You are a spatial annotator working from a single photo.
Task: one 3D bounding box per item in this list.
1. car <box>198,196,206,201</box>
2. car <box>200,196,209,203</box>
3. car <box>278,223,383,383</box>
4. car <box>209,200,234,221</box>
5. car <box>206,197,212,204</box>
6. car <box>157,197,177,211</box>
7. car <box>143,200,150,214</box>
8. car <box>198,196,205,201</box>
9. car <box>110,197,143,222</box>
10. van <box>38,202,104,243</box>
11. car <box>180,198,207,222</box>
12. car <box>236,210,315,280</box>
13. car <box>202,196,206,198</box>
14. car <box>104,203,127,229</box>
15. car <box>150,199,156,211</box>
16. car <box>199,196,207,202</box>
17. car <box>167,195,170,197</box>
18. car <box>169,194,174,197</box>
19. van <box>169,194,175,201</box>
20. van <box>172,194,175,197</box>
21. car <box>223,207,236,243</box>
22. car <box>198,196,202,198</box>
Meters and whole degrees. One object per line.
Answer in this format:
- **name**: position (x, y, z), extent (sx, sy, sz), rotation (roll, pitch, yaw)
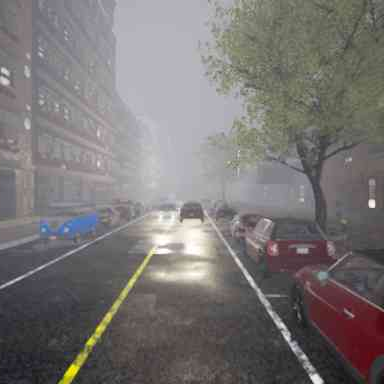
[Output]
- **car**: position (2.682, 1.748, 89.771), extent (1.887, 1.381, 4.507), rotation (0, 0, 0)
- **car**: position (2.684, 1.690, 72.680), extent (1.887, 1.381, 4.507), rotation (0, 0, 0)
- **car**: position (2.689, 1.445, 4.321), extent (1.967, 1.590, 4.097), rotation (0, 0, 0)
- **car**: position (2.687, 1.586, 27.107), extent (2.008, 1.369, 4.403), rotation (0, 0, 0)
- **car**: position (2.687, 1.486, 32.804), extent (1.967, 1.590, 4.097), rotation (0, 0, 0)
- **car**: position (-3.003, 1.668, 42.640), extent (1.895, 1.301, 4.718), rotation (0, 0, 0)
- **car**: position (-5.694, 1.612, 32.806), extent (1.947, 1.339, 4.313), rotation (0, 0, 0)
- **car**: position (2.682, 1.790, 95.467), extent (1.947, 1.339, 4.313), rotation (0, 0, 0)
- **car**: position (-5.694, 1.350, 27.109), extent (2.192, 1.841, 5.009), rotation (0, 0, 0)
- **van**: position (-5.693, 1.358, 15.715), extent (1.690, 1.788, 3.998), rotation (0, 0, 0)
- **car**: position (0.017, 1.512, 26.843), extent (1.882, 1.535, 5.008), rotation (0, 0, 1)
- **car**: position (2.688, 1.451, 10.017), extent (1.967, 1.590, 4.097), rotation (0, 0, 0)
- **car**: position (2.685, 1.663, 61.288), extent (2.008, 1.369, 4.403), rotation (0, 0, 0)
- **car**: position (-5.693, 1.607, 21.412), extent (1.802, 1.307, 4.206), rotation (0, 0, 0)
- **car**: position (-5.694, 1.609, 38.502), extent (2.008, 1.369, 4.403), rotation (0, 0, 0)
- **car**: position (2.683, 1.765, 84.073), extent (1.802, 1.307, 4.206), rotation (0, 0, 0)
- **car**: position (-5.696, 1.657, 61.290), extent (1.887, 1.381, 4.507), rotation (0, 0, 0)
- **car**: position (-5.697, 1.711, 72.682), extent (1.947, 1.339, 4.313), rotation (0, 0, 0)
- **van**: position (-5.700, 1.565, 95.471), extent (1.690, 1.788, 3.998), rotation (0, 0, 0)
- **van**: position (-5.699, 1.544, 89.774), extent (1.690, 1.788, 3.998), rotation (0, 0, 0)
- **car**: position (2.688, 1.600, 15.714), extent (1.802, 1.307, 4.206), rotation (0, 0, 0)
- **car**: position (0.068, 1.596, 43.891), extent (1.812, 1.442, 4.674), rotation (0, 0, 0)
